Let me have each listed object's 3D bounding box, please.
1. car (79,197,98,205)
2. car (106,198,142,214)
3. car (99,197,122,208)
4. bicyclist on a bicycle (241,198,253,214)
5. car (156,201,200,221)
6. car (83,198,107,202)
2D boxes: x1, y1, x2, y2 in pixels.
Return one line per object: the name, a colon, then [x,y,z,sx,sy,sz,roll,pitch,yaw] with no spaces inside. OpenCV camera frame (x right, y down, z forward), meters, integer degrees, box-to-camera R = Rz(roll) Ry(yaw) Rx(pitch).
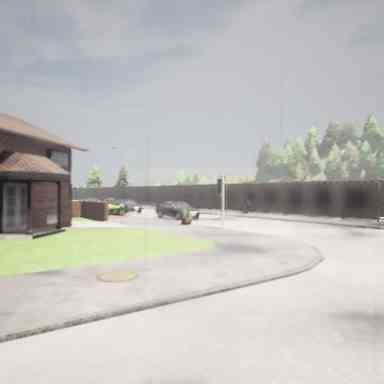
car: [-18.427,1.642,58.959,1.895,1.301,4.718,0,0,-36]
car: [-7.076,1.523,35.993,2.128,1.511,4.902,0,0,-35]
car: [-12.502,1.566,50.742,1.812,1.442,4.674,0,0,-35]
bicyclist on a bicycle: [5.434,1.398,32.910,1.656,1.620,0.582,0,0,-36]
car: [-1.250,1.523,27.818,2.128,1.511,4.902,0,0,-36]
car: [-13.142,1.510,44.539,1.882,1.535,5.008,0,0,-35]
